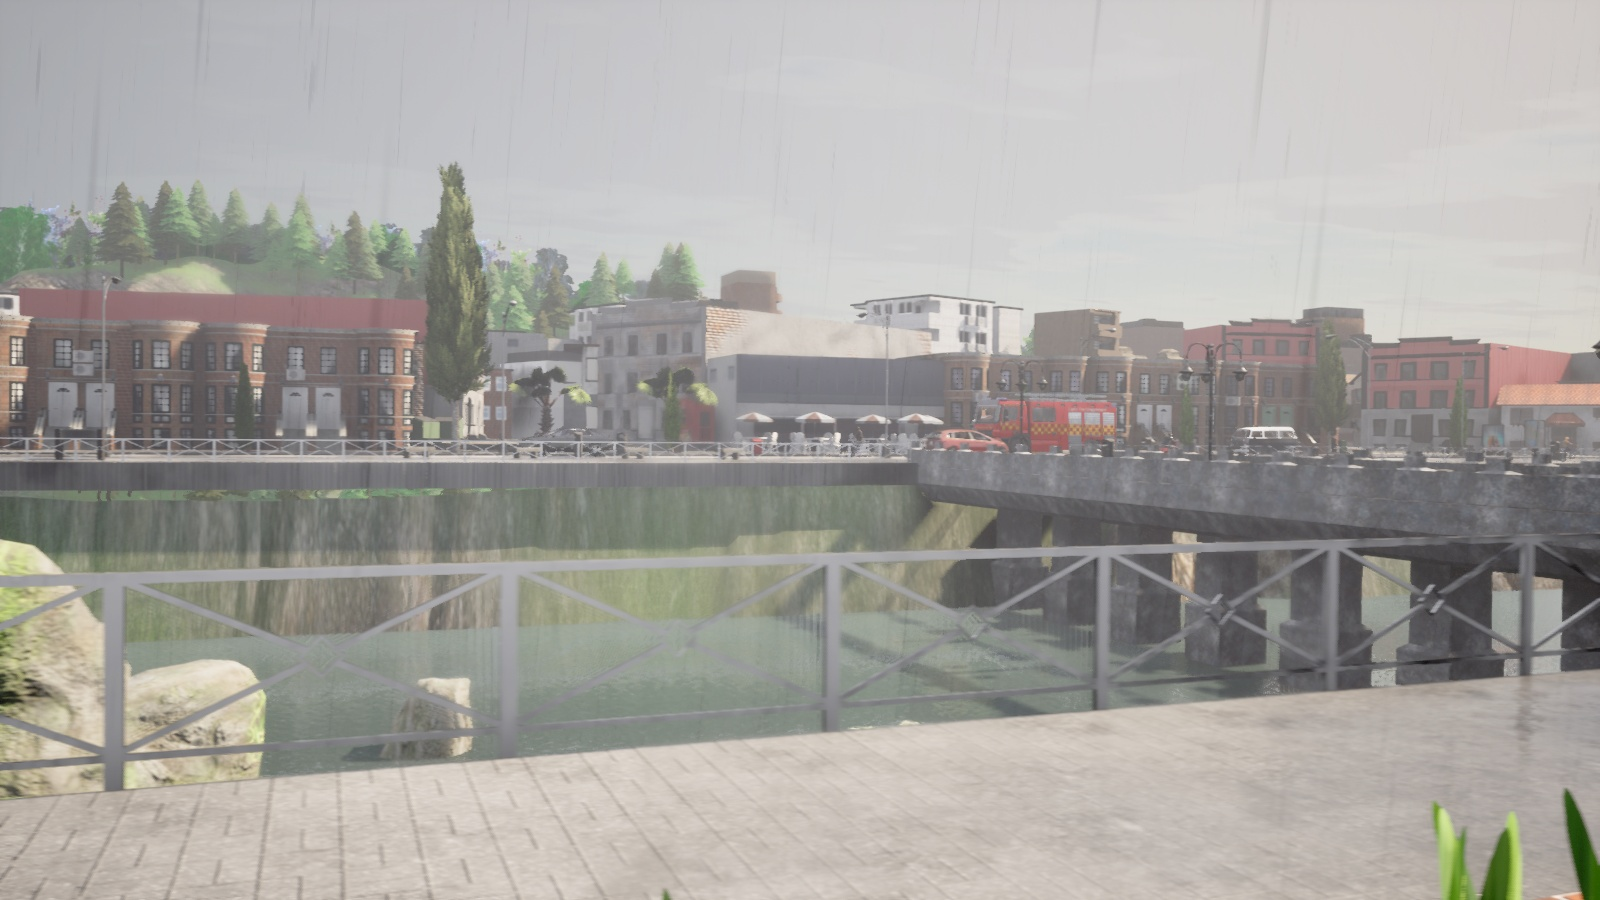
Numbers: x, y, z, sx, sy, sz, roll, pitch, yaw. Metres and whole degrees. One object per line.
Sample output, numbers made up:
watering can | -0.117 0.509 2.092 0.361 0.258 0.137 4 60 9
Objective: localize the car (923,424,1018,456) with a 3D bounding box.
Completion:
car | 9.359 -0.582 69.018 4.611 1.667 2.242 -1 1 -21

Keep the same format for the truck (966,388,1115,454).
truck | 14.416 -1.746 75.205 8.468 3.827 2.891 -1 1 -21

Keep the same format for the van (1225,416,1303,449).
van | 29.974 -1.123 81.127 4.480 2.038 2.069 -1 1 -21

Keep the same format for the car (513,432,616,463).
car | -12.208 -0.173 65.102 4.902 1.511 2.128 -1 1 -21
